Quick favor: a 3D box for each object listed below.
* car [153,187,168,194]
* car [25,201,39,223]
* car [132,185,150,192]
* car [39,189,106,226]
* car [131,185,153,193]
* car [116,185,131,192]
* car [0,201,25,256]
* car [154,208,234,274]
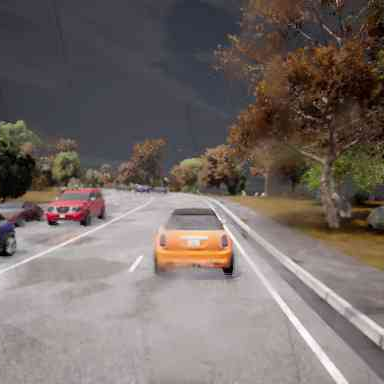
[{"bbox_3d":[-6.898,-0.403,70.726,2.033,1.411,5.357,1,2,-30],"label":"car"},{"bbox_3d":[-10.467,1.233,19.739,1.994,1.385,4.181,0,2,0],"label":"car"},{"bbox_3d":[-12.262,-0.857,79.636,2.128,1.511,4.902,1,2,-40],"label":"car"},{"bbox_3d":[-6.957,0.870,20.632,2.150,2.045,5.566,0,2,1],"label":"car"},{"bbox_3d":[-10.581,-0.662,70.237,2.097,1.767,4.553,1,2,-30],"label":"car"},{"bbox_3d":[-16.058,-0.893,78.830,2.033,1.411,5.357,1,2,-40],"label":"car"},{"bbox_3d":[-7.042,1.268,9.431,2.097,1.767,4.553,0,1,0],"label":"car"},{"bbox_3d":[0.061,1.269,10.519,2.097,1.767,4.553,0,1,0],"label":"car"}]
